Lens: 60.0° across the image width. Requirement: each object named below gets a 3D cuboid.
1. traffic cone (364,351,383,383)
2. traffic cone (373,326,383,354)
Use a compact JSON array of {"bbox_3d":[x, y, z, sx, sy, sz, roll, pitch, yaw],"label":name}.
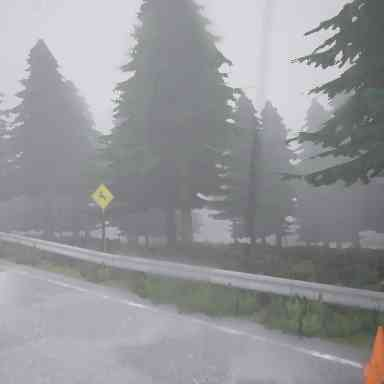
[{"bbox_3d":[1.786,1.956,3.268,0.340,0.580,0.340,0,0,33],"label":"traffic cone"},{"bbox_3d":[2.329,1.956,4.104,0.340,0.580,0.340,0,0,34],"label":"traffic cone"}]
